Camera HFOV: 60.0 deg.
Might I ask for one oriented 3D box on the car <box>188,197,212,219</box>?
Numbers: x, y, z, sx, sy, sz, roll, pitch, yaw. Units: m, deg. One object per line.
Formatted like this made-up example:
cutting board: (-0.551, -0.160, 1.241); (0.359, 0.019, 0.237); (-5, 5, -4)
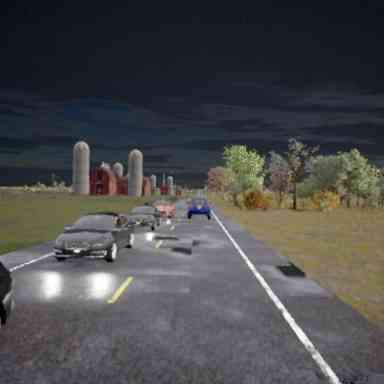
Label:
car: (0.733, 1.543, 32.816); (2.150, 2.045, 5.566); (1, 0, 2)

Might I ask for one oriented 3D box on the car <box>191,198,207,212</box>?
car: (1.067, 1.811, 46.941); (2.097, 1.767, 4.553); (1, -1, 2)

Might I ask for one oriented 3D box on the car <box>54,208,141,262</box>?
car: (-3.379, 1.532, 12.353); (1.837, 1.490, 4.892); (1, -1, 1)

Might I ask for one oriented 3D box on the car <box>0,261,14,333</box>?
car: (-3.604, 1.427, 3.002); (2.128, 1.511, 4.902); (1, -1, 1)

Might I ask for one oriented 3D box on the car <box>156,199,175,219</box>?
car: (-2.862, 1.576, 32.334); (2.097, 1.767, 4.553); (1, -1, 2)

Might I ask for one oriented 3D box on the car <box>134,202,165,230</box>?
car: (-3.142, 1.628, 22.210); (1.837, 1.490, 4.892); (1, -1, 1)
